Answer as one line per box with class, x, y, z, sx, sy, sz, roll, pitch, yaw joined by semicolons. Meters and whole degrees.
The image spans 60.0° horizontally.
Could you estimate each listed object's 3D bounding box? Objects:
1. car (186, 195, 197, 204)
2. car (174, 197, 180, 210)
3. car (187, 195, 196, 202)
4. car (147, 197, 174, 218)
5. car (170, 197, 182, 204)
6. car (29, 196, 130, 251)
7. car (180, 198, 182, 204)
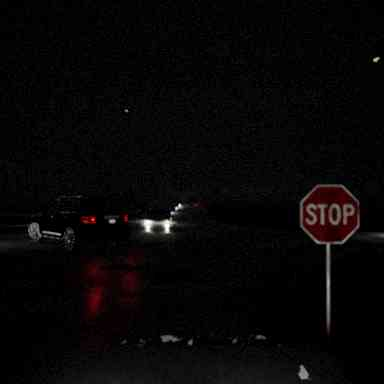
car;-0.067;1.254;61.235;2.097;1.767;4.553;0;0;0
car;-2.899;1.485;39.202;2.033;1.411;5.357;0;0;0
car;-0.116;1.433;71.440;1.994;1.385;4.181;0;0;0
car;-2.843;1.428;29.393;1.882;1.535;5.008;0;0;-2
car;-2.898;1.504;60.316;1.895;1.301;4.718;0;0;0
car;-4.896;1.197;14.130;5.566;2.045;2.150;-1;-1;44
car;-2.902;1.470;49.523;2.033;1.411;5.357;0;0;0
